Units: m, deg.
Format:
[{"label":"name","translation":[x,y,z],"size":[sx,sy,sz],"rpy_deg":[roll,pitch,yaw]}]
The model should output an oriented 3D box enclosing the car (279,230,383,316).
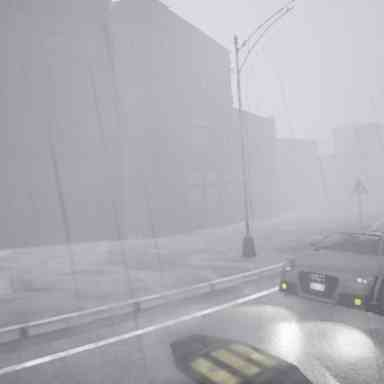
[{"label":"car","translation":[3.797,1.602,7.641],"size":[4.181,1.385,1.994],"rpy_deg":[0,-1,-44]}]
